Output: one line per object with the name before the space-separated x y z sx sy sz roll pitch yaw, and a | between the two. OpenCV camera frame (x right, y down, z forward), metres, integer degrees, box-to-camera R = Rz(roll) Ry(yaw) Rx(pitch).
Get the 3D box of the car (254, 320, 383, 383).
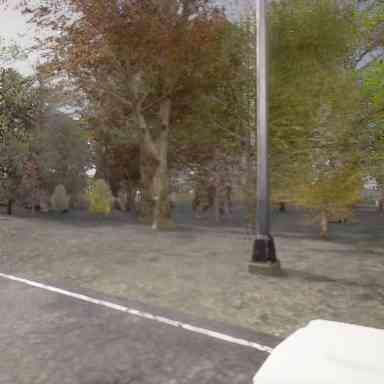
car | 2.584 1.574 1.723 4.718 1.301 1.895 -1 0 35
